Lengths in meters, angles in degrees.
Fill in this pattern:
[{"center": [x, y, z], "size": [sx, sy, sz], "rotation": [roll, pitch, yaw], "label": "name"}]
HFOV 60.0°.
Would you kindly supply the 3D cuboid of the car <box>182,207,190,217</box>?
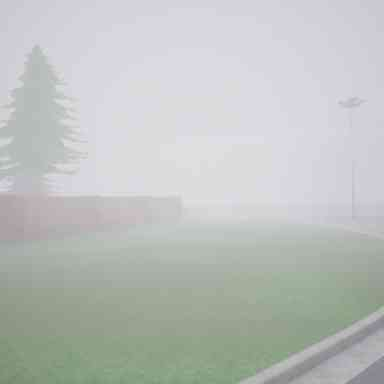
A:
[{"center": [-2.627, 2.492, 42.067], "size": [4.902, 1.511, 2.128], "rotation": [-1, -1, 19], "label": "car"}]
